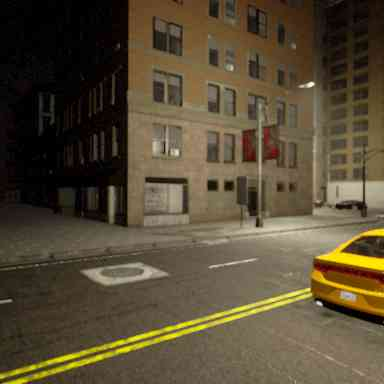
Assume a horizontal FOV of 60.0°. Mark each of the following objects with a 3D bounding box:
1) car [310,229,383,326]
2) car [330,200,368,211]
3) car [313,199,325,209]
[{"bbox_3d":[4.458,1.478,6.642,5.008,1.535,1.882,0,0,-35],"label":"car"},{"bbox_3d":[19.012,1.596,40.465,1.947,1.339,4.313,0,0,-35],"label":"car"},{"bbox_3d":[15.732,1.581,45.081,2.008,1.369,4.403,0,0,-35],"label":"car"}]
